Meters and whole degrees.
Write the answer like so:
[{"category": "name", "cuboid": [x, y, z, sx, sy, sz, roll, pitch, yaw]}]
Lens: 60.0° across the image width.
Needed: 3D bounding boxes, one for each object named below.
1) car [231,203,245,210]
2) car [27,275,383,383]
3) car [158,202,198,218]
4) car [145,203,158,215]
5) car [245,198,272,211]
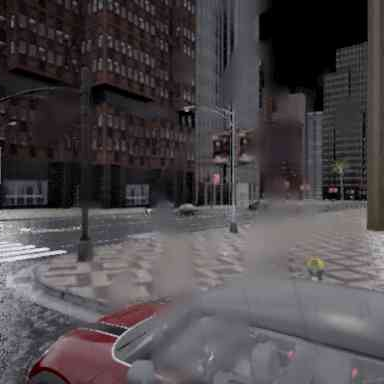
[{"category": "car", "cuboid": [8.057, 2.195, 53.998, 2.128, 1.511, 4.902, 0, -1, 35]}, {"category": "car", "cuboid": [0.475, 1.438, 2.617, 4.097, 1.590, 1.967, 0, 0, 35]}, {"category": "car", "cuboid": [-1.099, 1.918, 35.362, 1.812, 1.442, 4.674, 0, -1, 35]}, {"category": "car", "cuboid": [-3.243, 1.886, 37.967, 2.128, 1.511, 4.902, 0, -1, 35]}, {"category": "car", "cuboid": [10.658, 2.181, 52.049, 1.882, 1.535, 5.008, 0, -1, 35]}]
